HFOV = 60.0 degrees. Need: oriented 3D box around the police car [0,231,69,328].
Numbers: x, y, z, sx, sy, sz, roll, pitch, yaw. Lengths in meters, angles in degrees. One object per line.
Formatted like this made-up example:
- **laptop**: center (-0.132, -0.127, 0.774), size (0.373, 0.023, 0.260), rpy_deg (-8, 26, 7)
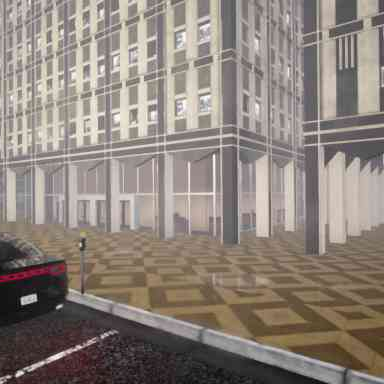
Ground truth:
- **police car**: center (-4.571, 1.427, 6.563), size (5.238, 1.638, 1.930), rpy_deg (0, 0, 36)
